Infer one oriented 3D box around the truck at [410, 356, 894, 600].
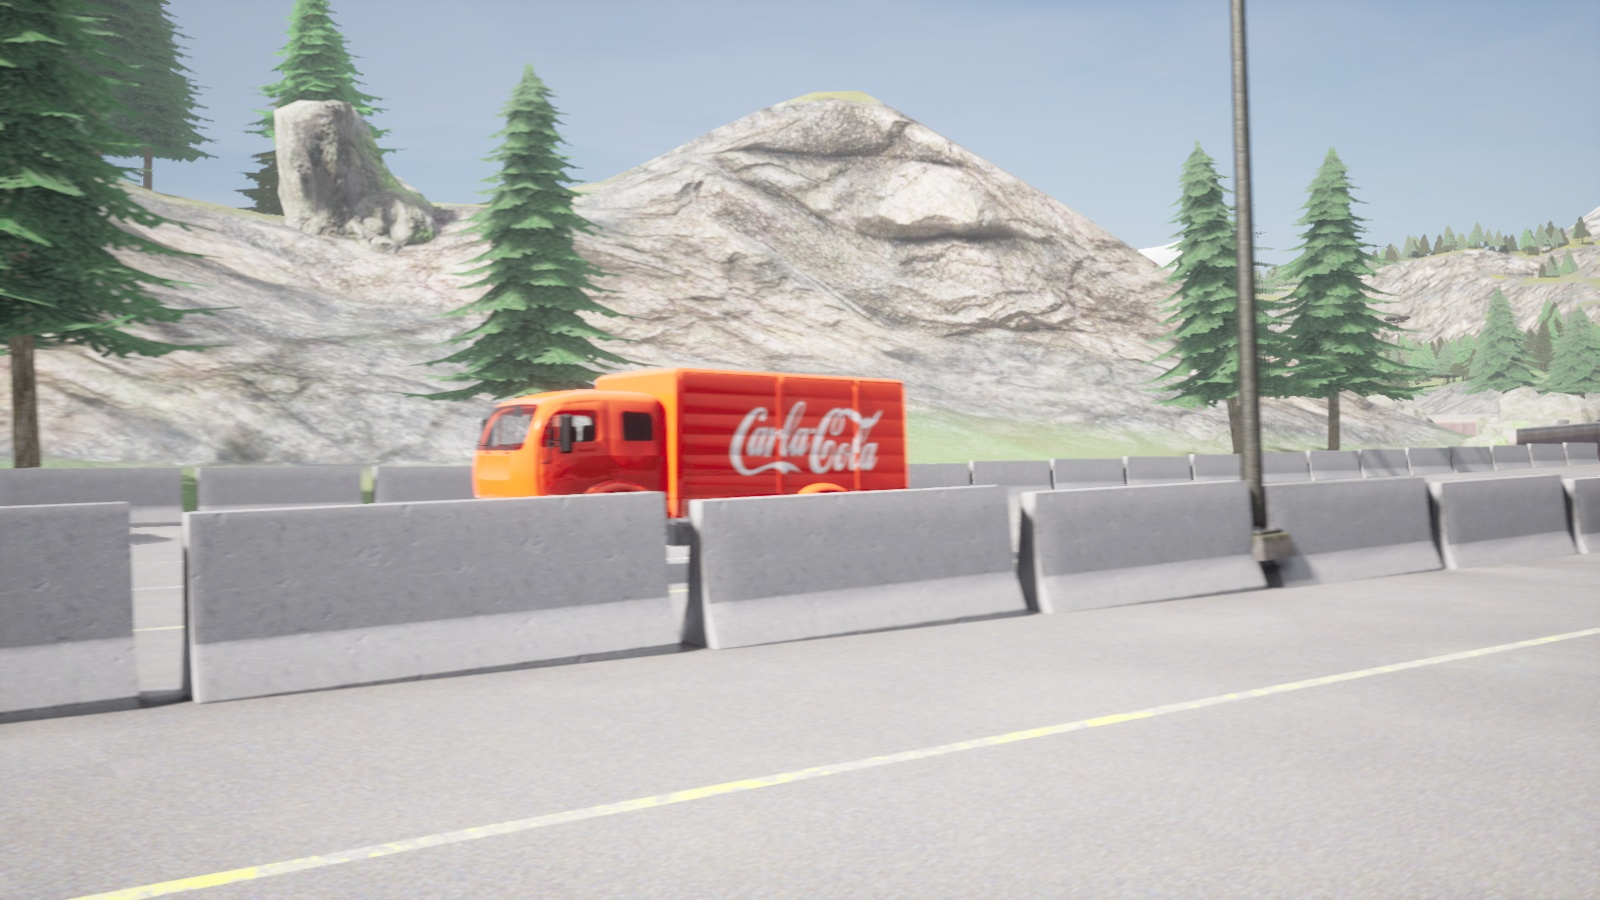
[{"bbox_3d":[-1.721,0.288,15.256,5.204,2.467,2.627,0,0,-35],"label":"truck"}]
